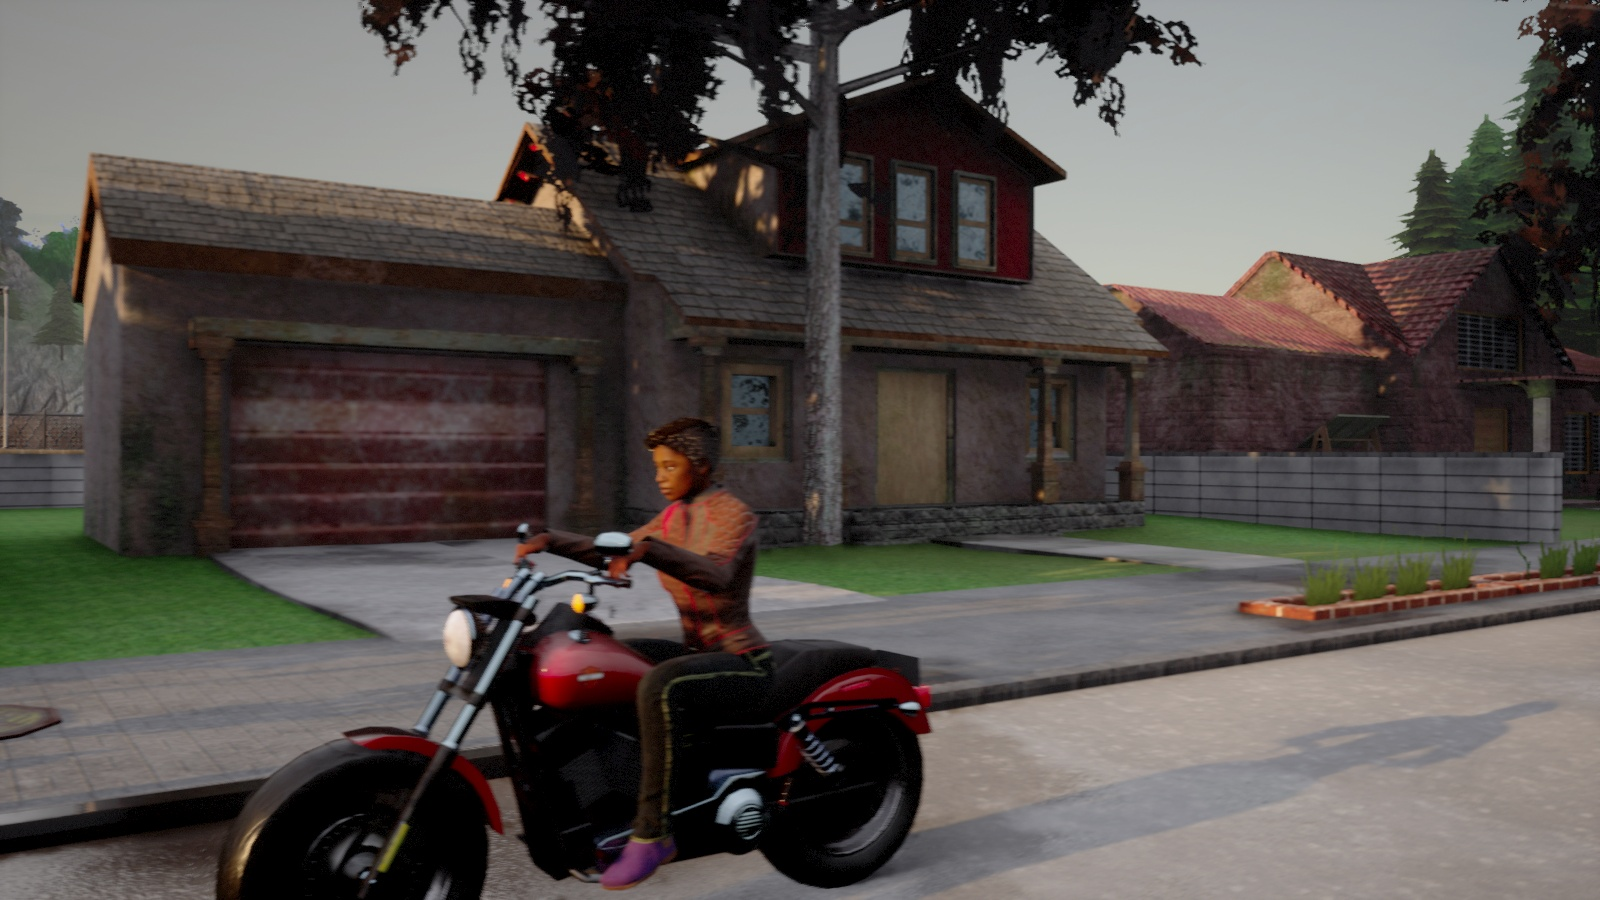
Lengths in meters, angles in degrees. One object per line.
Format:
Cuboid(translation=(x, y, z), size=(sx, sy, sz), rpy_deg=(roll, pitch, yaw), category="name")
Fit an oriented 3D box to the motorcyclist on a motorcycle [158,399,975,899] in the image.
Cuboid(translation=(-0.600, 0.706, 3.851), size=(2.350, 1.649, 0.766), rpy_deg=(0, 0, -35), category="motorcyclist on a motorcycle")
